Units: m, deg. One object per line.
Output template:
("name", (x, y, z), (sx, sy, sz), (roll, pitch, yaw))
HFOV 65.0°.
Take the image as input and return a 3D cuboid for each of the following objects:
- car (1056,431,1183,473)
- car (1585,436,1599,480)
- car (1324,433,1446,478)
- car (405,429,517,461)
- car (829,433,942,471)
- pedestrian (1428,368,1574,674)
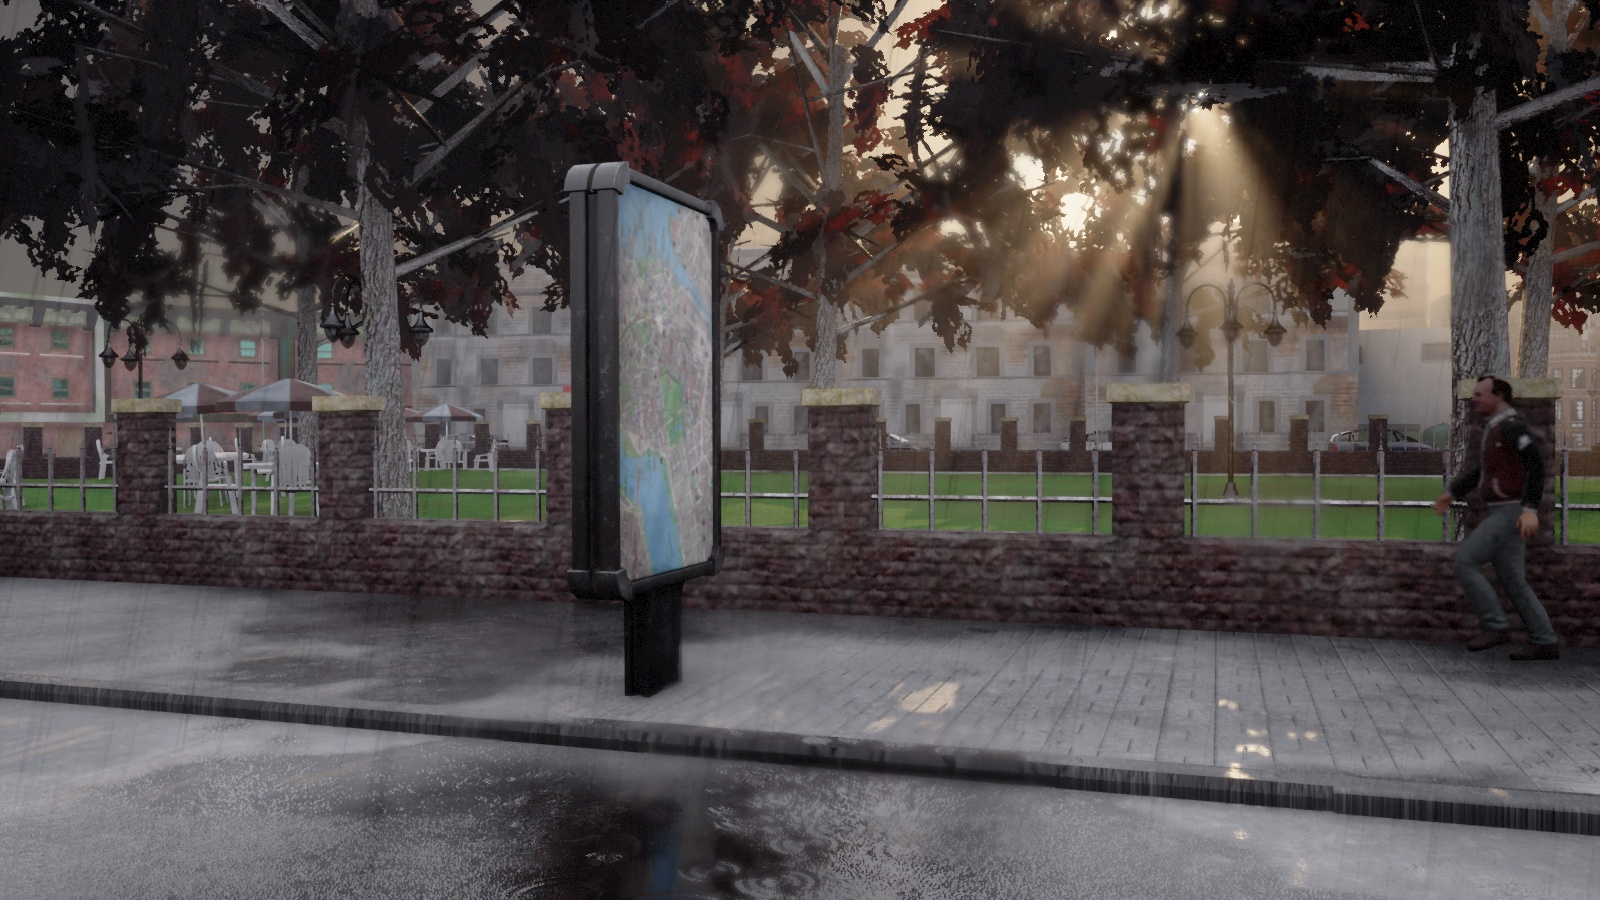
("car", (12.073, 0.060, 47.409), (4.514, 1.525, 2.007), (1, 1, 18))
("car", (28.829, 0.278, 41.844), (4.193, 1.474, 1.816), (1, 1, 18))
("car", (20.685, 0.169, 44.551), (3.705, 1.549, 1.789), (0, 1, 18))
("car", (-16.470, -0.257, 61.082), (4.902, 1.511, 2.128), (0, 1, 18))
("car", (3.440, 0.048, 50.274), (4.193, 1.474, 1.816), (1, 1, 18))
("pedestrian", (4.382, 0.426, 7.881), (0.720, 1.854, 0.376), (1, 1, 18))
